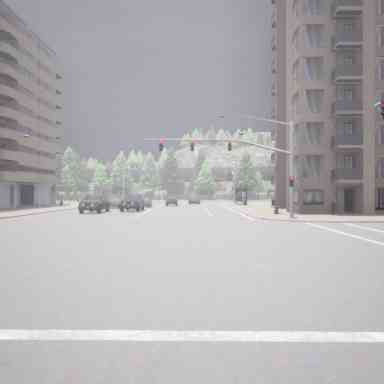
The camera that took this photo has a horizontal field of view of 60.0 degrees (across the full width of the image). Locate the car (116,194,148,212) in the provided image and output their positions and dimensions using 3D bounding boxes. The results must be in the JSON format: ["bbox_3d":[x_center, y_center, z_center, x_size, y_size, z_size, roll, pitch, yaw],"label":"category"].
[{"bbox_3d":[-7.009,1.221,39.418,2.150,2.045,5.566,0,0,0],"label":"car"}]

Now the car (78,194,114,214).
[{"bbox_3d":[-10.517,1.221,36.213,2.150,2.045,5.566,0,0,0],"label":"car"}]

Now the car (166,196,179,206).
[{"bbox_3d":[-3.286,1.505,54.671,1.837,1.490,4.892,0,0,0],"label":"car"}]

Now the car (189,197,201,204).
[{"bbox_3d":[0.476,1.564,61.497,1.994,1.385,4.181,0,0,5],"label":"car"}]

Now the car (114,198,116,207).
[{"bbox_3d":[-10.489,1.526,45.817,1.812,1.442,4.674,0,0,0],"label":"car"}]

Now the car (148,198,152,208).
[{"bbox_3d":[-6.974,1.526,48.947,1.812,1.442,4.674,0,0,0],"label":"car"}]
